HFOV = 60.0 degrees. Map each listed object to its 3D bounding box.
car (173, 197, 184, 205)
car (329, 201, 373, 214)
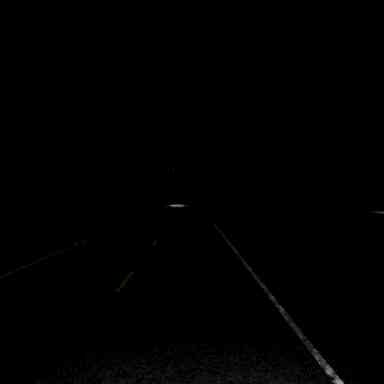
[{"bbox_3d":[-3.478,2.420,78.352,1.994,1.385,4.181,0,-1,0],"label":"car"},{"bbox_3d":[18.442,1.721,38.664,4.674,1.442,1.812,-1,0,1],"label":"car"}]
